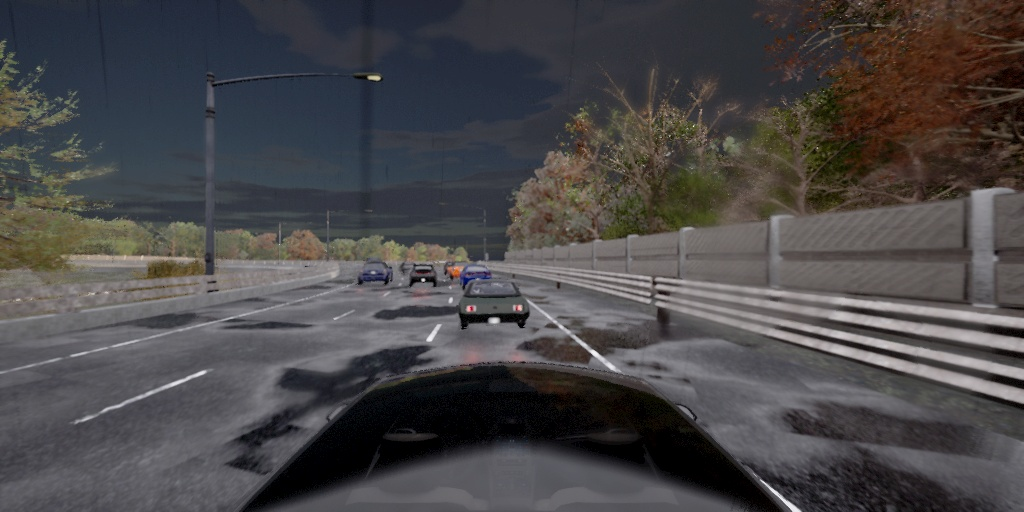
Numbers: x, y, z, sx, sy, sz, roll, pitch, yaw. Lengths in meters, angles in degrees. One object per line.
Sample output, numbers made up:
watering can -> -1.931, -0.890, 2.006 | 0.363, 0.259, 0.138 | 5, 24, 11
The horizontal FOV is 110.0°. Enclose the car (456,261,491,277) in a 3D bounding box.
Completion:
car -> -2.560, 1.338, 24.652 | 1.882, 1.535, 5.008 | 0, 0, -12

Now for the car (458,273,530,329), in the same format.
car -> -0.674, 1.398, 11.508 | 1.895, 1.301, 4.718 | 0, 0, -6

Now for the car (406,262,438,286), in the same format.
car -> -6.587, 1.378, 26.693 | 1.837, 1.490, 4.892 | 0, 0, -13

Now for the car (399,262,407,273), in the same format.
car -> -13.835, 1.470, 47.484 | 2.128, 1.511, 4.902 | 0, 0, -25

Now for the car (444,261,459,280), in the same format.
car -> -4.988, 1.259, 34.161 | 2.097, 1.767, 4.553 | 0, 0, -14

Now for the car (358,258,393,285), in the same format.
car -> -10.507, 1.234, 27.854 | 2.097, 1.767, 4.553 | 0, 0, -14
